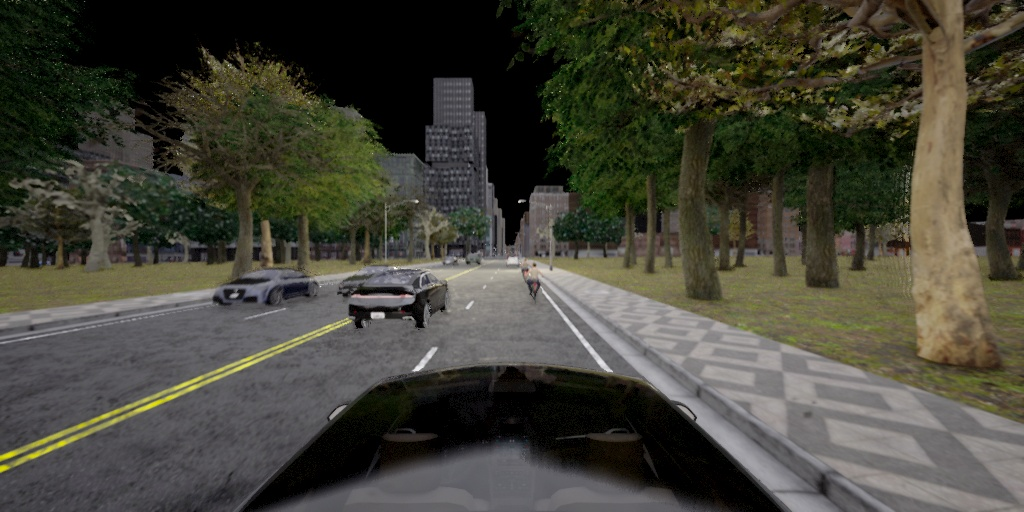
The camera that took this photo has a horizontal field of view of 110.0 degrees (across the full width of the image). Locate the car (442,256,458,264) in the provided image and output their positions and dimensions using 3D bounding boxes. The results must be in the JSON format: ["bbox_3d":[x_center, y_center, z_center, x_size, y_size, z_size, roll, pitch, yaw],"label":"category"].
[{"bbox_3d":[-9.772,0.776,56.985,2.128,1.511,4.902,0,0,0],"label":"car"}]

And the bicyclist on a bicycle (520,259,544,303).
[{"bbox_3d":[0.903,1.062,14.605,0.866,1.612,1.509,0,1,0],"label":"bicyclist on a bicycle"}]

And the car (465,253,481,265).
[{"bbox_3d":[-6.509,0.478,60.411,2.150,2.045,5.566,0,1,1],"label":"car"}]

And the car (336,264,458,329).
[{"bbox_3d":[-3.143,1.154,10.823,2.128,1.511,4.902,0,1,0],"label":"car"}]

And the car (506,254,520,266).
[{"bbox_3d":[0.136,0.819,55.486,1.812,1.442,4.674,0,0,0],"label":"car"}]

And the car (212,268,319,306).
[{"bbox_3d":[-9.839,1.192,14.699,1.994,1.385,4.181,0,1,0],"label":"car"}]

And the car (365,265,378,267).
[{"bbox_3d":[-6.589,1.146,17.767,2.033,1.411,5.357,0,1,0],"label":"car"}]
